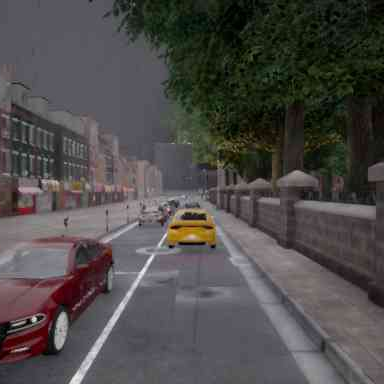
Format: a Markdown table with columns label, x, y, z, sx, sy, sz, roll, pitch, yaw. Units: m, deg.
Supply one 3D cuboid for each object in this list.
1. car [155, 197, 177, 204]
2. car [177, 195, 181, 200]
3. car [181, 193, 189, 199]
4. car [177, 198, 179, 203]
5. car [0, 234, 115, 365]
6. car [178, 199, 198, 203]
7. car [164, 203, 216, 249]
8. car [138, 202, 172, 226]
| label | x | y | z | sx | sy | sz | roll | pitch | yaw |
| --- | --- | --- | --- | --- | --- | --- | --- | --- | --- |
| car | -2.639 | 1.439 | 28.764 | 1.967 | 1.590 | 4.097 | 0 | 0 | 0 |
| car | -3.023 | 1.528 | 48.488 | 1.812 | 1.442 | 4.674 | 0 | 0 | 0 |
| car | -2.639 | 1.550 | 95.255 | 1.752 | 1.417 | 4.829 | 0 | 0 | 0 |
| car | -2.639 | 1.582 | 34.439 | 1.802 | 1.307 | 4.206 | 0 | 0 | 0 |
| car | -2.639 | 1.543 | 6.062 | 1.887 | 1.381 | 4.507 | 0 | 0 | 0 |
| car | 0.000 | 1.573 | 29.650 | 1.994 | 1.385 | 4.181 | 0 | 0 | 0 |
| car | 0.000 | 1.484 | 14.650 | 1.882 | 1.535 | 5.008 | 0 | 0 | 0 |
| car | -2.639 | 1.580 | 23.088 | 1.802 | 1.307 | 4.206 | 0 | 0 | 0 |
